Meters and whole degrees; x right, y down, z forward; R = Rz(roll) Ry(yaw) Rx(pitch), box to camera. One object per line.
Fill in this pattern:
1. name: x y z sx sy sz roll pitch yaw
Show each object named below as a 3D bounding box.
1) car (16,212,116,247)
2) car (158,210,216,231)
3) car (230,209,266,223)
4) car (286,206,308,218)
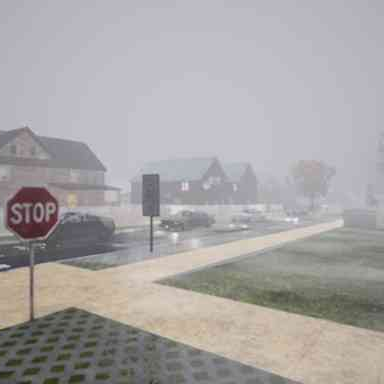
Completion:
1. car: -6.034 1.750 16.537 2.128 1.511 4.902 0 -2 35
2. car: -0.186 2.051 24.801 2.033 1.411 5.357 0 -2 35
3. car: 5.589 2.353 32.937 1.895 1.301 4.718 0 -2 35
4. car: 14.230 2.641 45.008 2.128 1.511 4.902 0 -2 36
